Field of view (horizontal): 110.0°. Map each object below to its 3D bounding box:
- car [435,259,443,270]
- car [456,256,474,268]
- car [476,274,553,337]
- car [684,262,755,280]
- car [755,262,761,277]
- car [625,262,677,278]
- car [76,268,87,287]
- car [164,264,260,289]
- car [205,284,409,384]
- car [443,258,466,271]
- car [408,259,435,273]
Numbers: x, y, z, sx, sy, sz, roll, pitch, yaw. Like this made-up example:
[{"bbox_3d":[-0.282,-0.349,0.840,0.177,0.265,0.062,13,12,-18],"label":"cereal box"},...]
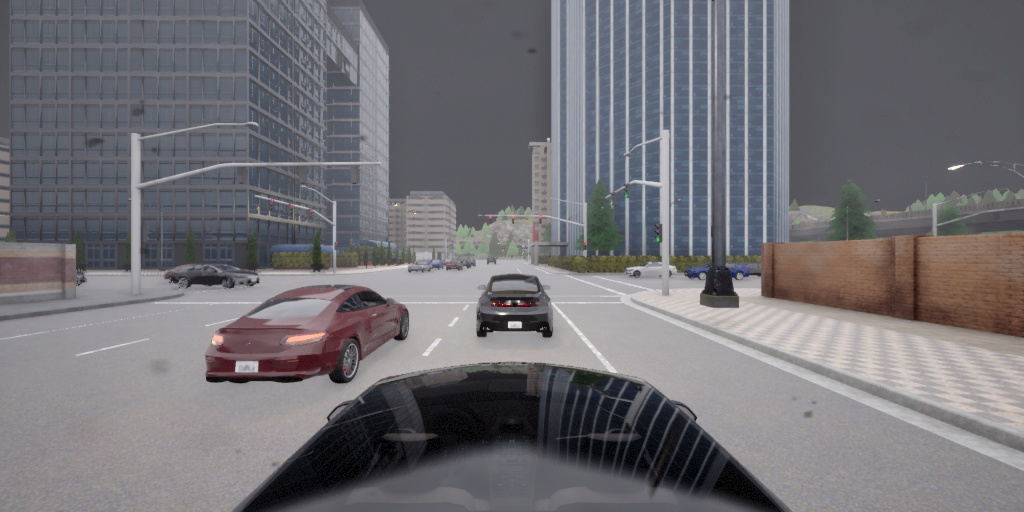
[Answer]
[{"bbox_3d":[-11.476,1.227,53.831,1.882,1.535,5.008,0,0,-1],"label":"car"},{"bbox_3d":[-8.054,0.971,59.440,2.150,2.045,5.566,0,0,-1],"label":"car"},{"bbox_3d":[0.063,1.255,10.229,1.837,1.490,4.892,0,0,0],"label":"car"},{"bbox_3d":[17.208,1.228,30.276,5.008,1.535,1.882,0,0,-1],"label":"car"},{"bbox_3d":[22.612,1.297,33.824,5.357,1.411,2.033,0,0,-1],"label":"car"},{"bbox_3d":[13.025,1.276,33.719,4.674,1.442,1.812,0,0,1],"label":"car"},{"bbox_3d":[-29.985,1.242,22.639,4.902,1.511,2.128,0,0,0],"label":"car"},{"bbox_3d":[-18.365,1.242,22.378,4.902,1.511,2.128,0,0,6],"label":"car"},{"bbox_3d":[-3.438,1.276,6.963,1.812,1.442,4.674,0,0,0],"label":"car"},{"bbox_3d":[-7.915,1.351,49.646,1.895,1.301,4.718,0,0,-1],"label":"car"},{"bbox_3d":[-11.397,1.351,44.439,1.895,1.301,4.718,0,0,1],"label":"car"}]
